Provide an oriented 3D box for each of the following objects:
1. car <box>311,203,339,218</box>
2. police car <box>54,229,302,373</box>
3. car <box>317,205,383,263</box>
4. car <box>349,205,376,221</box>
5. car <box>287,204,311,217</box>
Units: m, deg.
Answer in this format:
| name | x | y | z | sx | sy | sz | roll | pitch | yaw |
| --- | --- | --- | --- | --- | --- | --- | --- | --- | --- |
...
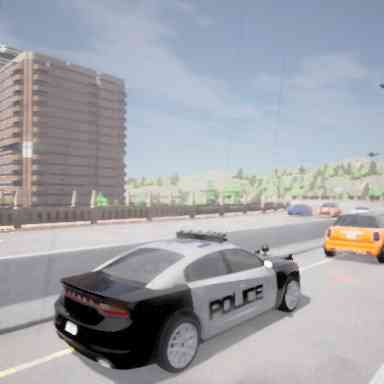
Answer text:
| name | x | y | z | sx | sy | sz | roll | pitch | yaw |
| --- | --- | --- | --- | --- | --- | --- | --- | --- | --- |
| car | 15.350 | 1.997 | 37.191 | 2.097 | 1.767 | 4.553 | 0 | -1 | 35 |
| police car | 0.273 | 1.525 | 6.041 | 1.930 | 1.638 | 5.238 | -1 | -1 | 43 |
| car | 7.038 | 1.588 | 13.214 | 2.097 | 1.767 | 4.553 | -1 | -1 | 43 |
| car | 17.821 | 2.139 | 34.623 | 1.812 | 1.442 | 4.674 | 0 | -1 | 36 |
| car | 12.964 | 2.156 | 39.815 | 1.882 | 1.535 | 5.008 | 0 | -1 | 35 |
